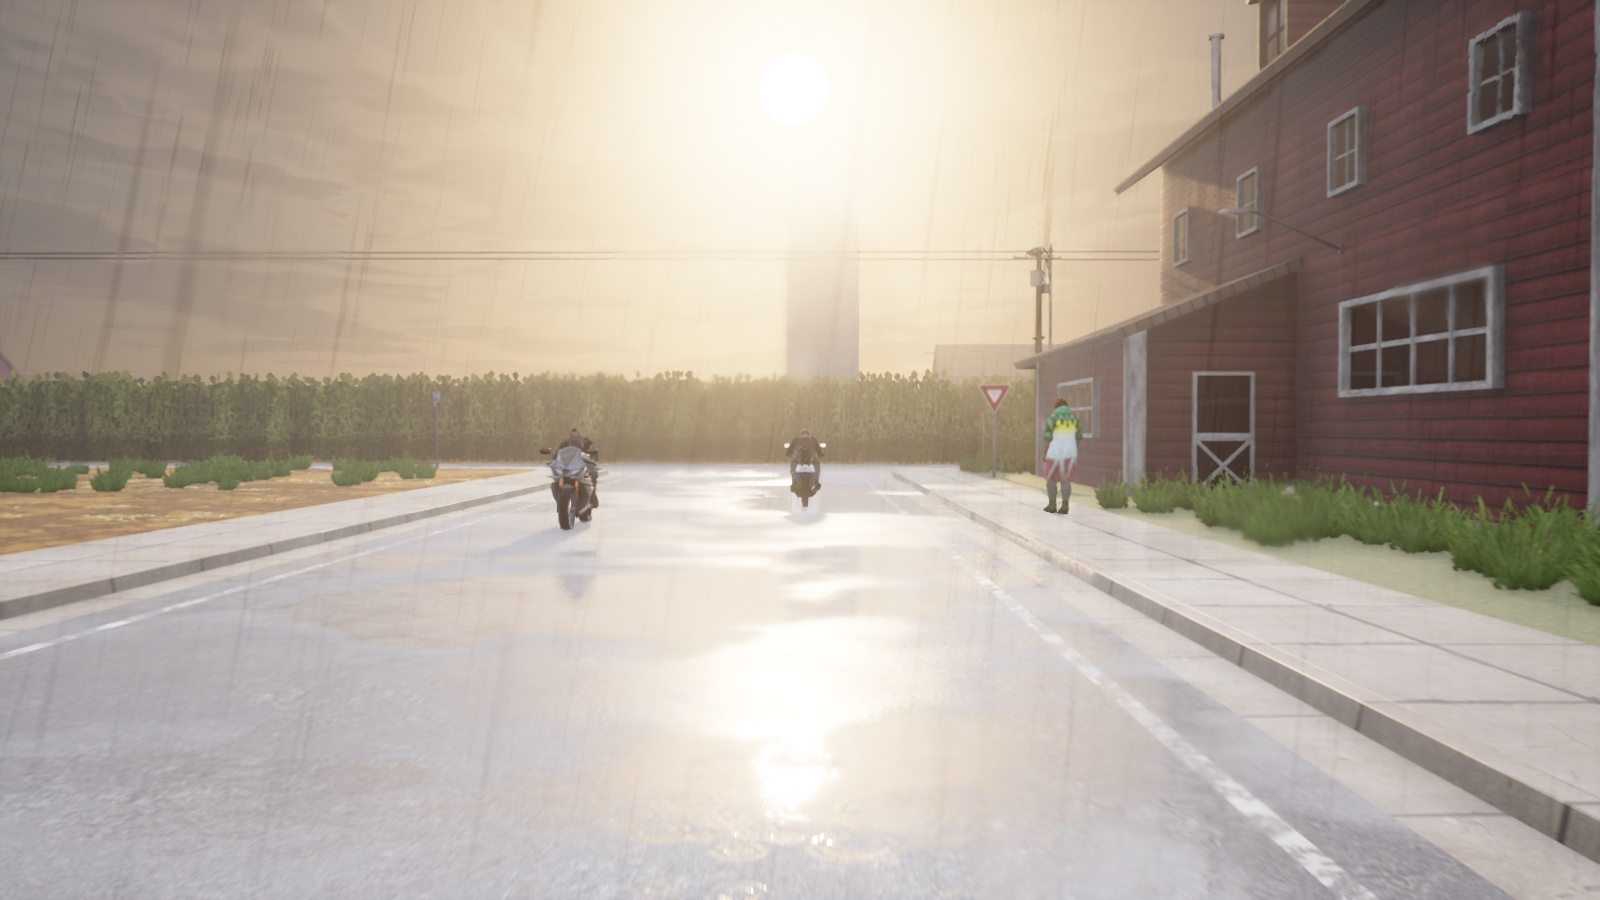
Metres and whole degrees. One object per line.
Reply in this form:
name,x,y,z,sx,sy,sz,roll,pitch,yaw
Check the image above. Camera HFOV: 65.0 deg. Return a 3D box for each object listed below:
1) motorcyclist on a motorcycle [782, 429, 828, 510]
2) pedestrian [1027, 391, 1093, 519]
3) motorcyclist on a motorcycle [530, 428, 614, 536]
motorcyclist on a motorcycle,0.099,0.344,24.822,0.866,1.530,2.191,0,1,0
pedestrian,4.073,0.072,19.734,0.659,1.952,0.873,0,1,-17
motorcyclist on a motorcycle,-3.419,0.437,19.043,0.866,1.530,2.191,0,1,0
